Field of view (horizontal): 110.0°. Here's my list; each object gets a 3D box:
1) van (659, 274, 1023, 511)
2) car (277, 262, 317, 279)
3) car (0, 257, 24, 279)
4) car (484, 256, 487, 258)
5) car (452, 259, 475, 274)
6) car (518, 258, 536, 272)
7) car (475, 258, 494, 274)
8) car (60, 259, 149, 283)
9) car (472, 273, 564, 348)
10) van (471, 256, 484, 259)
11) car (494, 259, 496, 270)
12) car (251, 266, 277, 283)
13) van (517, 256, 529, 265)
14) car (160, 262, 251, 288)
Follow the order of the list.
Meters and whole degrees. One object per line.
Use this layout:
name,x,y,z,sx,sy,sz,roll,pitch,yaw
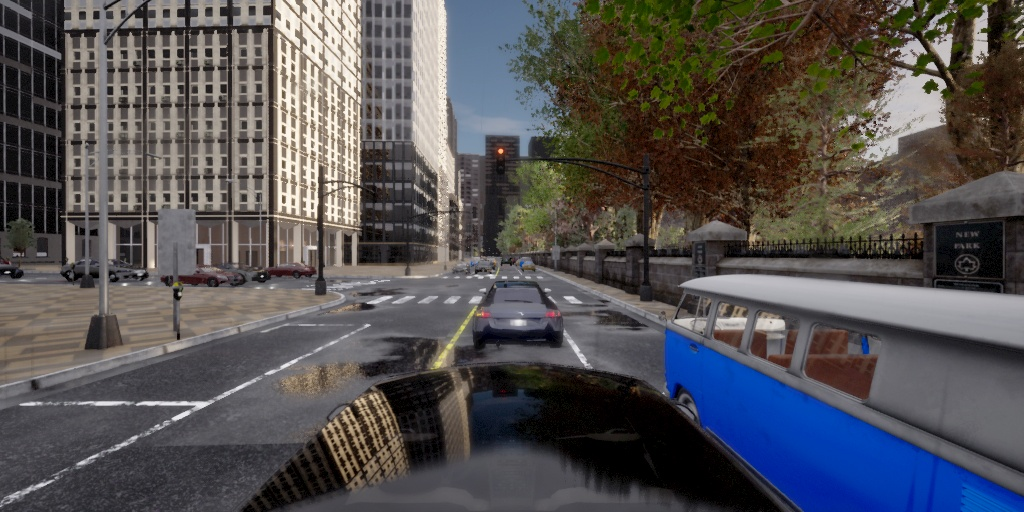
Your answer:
van,2.567,1.091,2.639,1.690,1.789,3.998,0,0,0
car,-18.094,1.127,29.097,4.207,1.307,1.802,0,0,4
car,-36.462,0.916,24.590,4.181,1.385,1.994,1,0,2
car,-3.720,1.199,63.484,1.882,1.535,5.008,0,0,-2
car,-5.644,1.288,40.304,2.007,1.370,4.403,0,0,-1
car,2.116,1.259,46.357,1.751,1.417,4.829,0,0,-1
car,-3.229,1.242,40.878,1.837,1.490,4.892,0,0,-3
car,-27.267,0.948,24.094,4.902,1.511,2.128,1,0,3
car,0.098,1.313,9.218,1.994,1.385,4.181,0,0,-1
van,-6.330,1.063,62.479,1.690,1.789,3.998,0,0,-2
car,-3.415,1.295,50.858,1.994,1.385,4.181,0,0,-2
car,-18.285,1.123,23.532,4.181,1.385,1.994,1,0,4
van,1.992,1.071,51.730,1.690,1.789,3.998,0,0,-1
car,-18.158,1.149,20.984,4.207,1.307,1.802,0,0,4
